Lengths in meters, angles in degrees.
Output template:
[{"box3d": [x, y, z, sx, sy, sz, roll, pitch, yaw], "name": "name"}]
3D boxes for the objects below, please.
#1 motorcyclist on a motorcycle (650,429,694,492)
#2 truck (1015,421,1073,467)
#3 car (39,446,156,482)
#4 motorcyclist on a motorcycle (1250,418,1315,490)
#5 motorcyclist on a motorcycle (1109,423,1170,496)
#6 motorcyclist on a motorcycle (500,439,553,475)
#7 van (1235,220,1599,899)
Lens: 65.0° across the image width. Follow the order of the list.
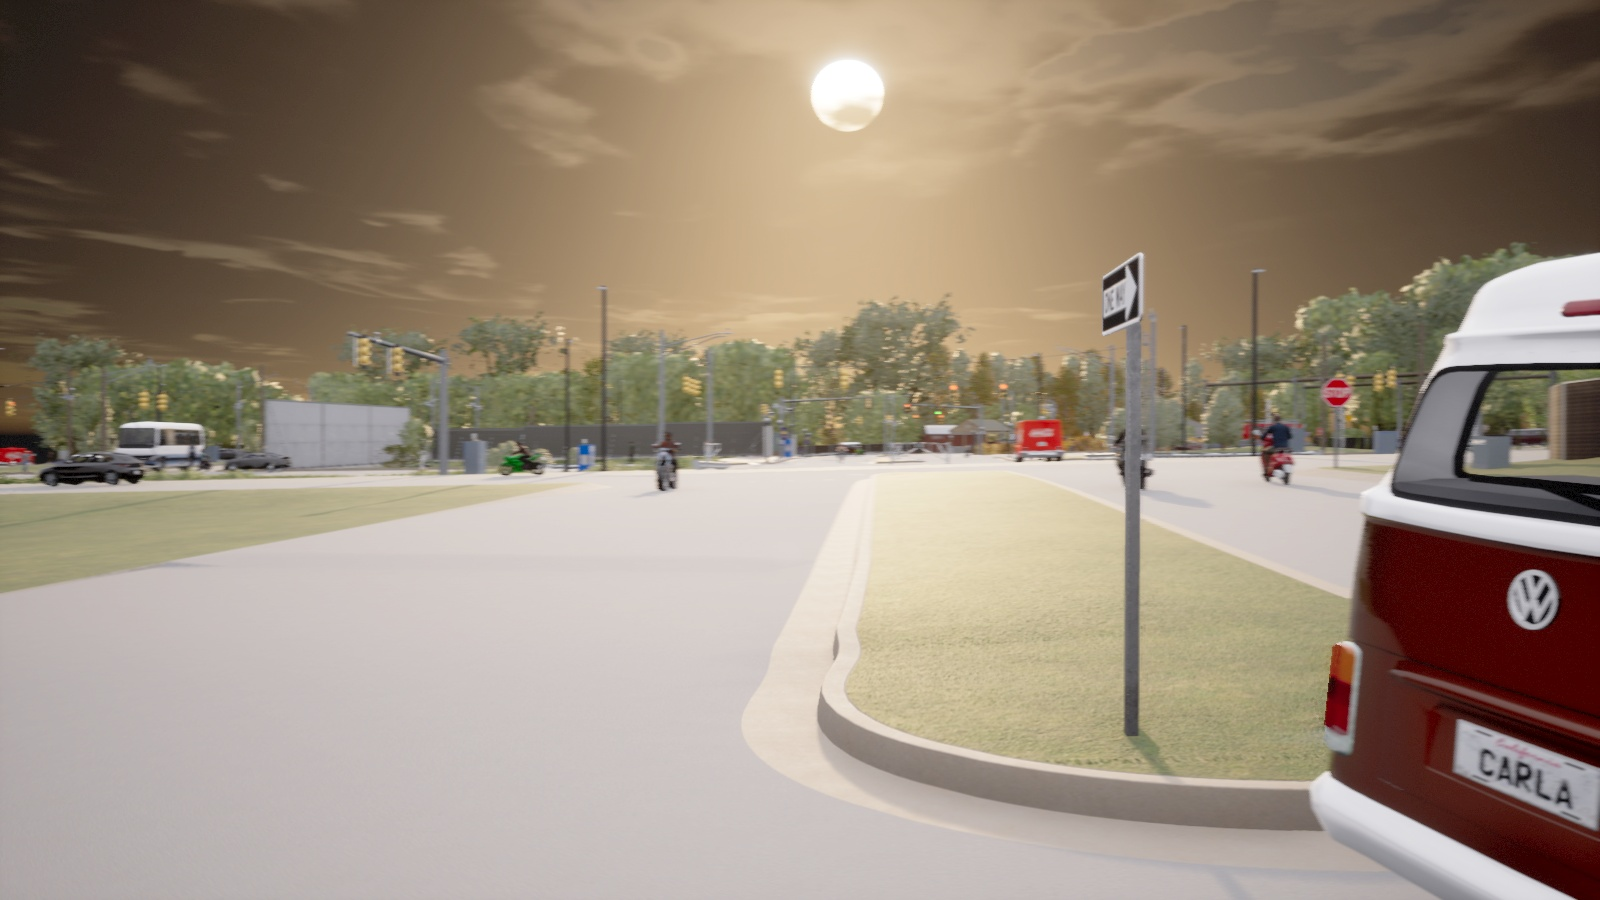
[{"box3d": [-3.444, 0.271, 33.888, 0.766, 1.649, 2.350, -1, 0, 4], "name": "motorcyclist on a motorcycle"}, {"box3d": [13.771, -0.293, 71.166, 2.627, 2.467, 5.204, -1, -1, 4], "name": "truck"}, {"box3d": [-30.955, 0.597, 55.395, 4.193, 1.474, 1.816, -1, 1, 4], "name": "car"}, {"box3d": [10.941, 0.068, 28.523, 0.866, 1.590, 1.817, 0, 1, 4], "name": "motorcyclist on a motorcycle"}, {"box3d": [7.360, 0.185, 27.352, 0.866, 1.530, 2.191, 0, 1, 4], "name": "motorcyclist on a motorcycle"}, {"box3d": [-11.770, 0.288, 54.068, 2.044, 1.523, 0.797, -1, 1, 4], "name": "motorcyclist on a motorcycle"}, {"box3d": [3.824, 0.510, 3.487, 4.480, 2.038, 2.069, 0, 3, -13], "name": "van"}]
